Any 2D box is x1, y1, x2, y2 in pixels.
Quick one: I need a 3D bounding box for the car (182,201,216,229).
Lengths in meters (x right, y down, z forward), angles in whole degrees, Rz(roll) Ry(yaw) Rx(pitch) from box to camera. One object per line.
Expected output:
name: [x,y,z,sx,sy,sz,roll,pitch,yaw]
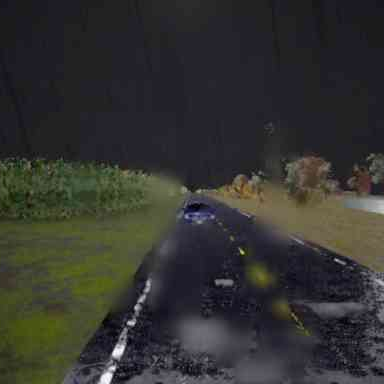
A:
car: [0.403,1.280,19.704,1.812,1.442,4.674,0,1,0]
